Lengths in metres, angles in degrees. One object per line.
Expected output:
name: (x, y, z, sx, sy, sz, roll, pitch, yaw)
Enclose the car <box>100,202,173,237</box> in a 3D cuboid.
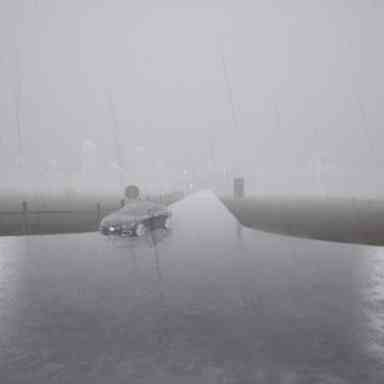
car: (-2.560, 1.301, 16.492, 1.837, 1.490, 4.892, 4, 3, 21)
